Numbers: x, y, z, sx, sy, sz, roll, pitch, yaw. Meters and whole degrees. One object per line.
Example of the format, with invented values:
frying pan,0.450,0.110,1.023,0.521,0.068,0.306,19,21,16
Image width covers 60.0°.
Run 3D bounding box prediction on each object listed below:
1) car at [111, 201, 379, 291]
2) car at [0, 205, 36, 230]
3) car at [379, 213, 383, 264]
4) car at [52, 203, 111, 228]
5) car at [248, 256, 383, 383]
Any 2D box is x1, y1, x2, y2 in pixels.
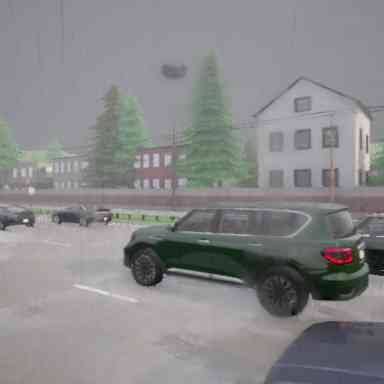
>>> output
car,0.925,1.223,7.635,5.566,2.045,2.150,0,0,36
car,-11.671,1.524,20.922,4.674,1.442,1.812,0,0,36
car,5.108,1.352,8.948,4.553,1.767,2.097,0,0,36
car,-7.375,1.490,22.161,4.902,1.511,2.128,0,0,36
car,3.071,1.548,1.800,5.357,1.411,2.033,0,0,36
